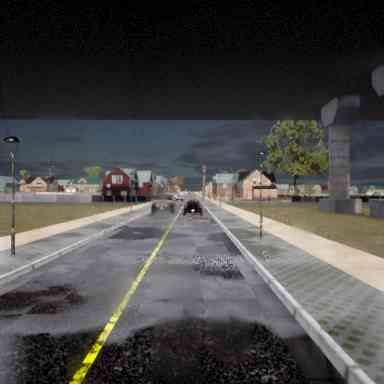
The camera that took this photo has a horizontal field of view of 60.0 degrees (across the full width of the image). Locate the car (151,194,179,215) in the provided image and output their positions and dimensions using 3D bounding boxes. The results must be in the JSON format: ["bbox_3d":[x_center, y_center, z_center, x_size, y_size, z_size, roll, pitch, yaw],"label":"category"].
[{"bbox_3d":[-2.846,1.223,34.142,2.150,2.045,5.566,0,0,0],"label":"car"}]

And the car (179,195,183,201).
[{"bbox_3d":[-2.744,1.470,74.820,2.033,1.411,5.357,0,0,0],"label":"car"}]

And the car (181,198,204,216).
[{"bbox_3d":[0.094,1.528,32.789,1.812,1.442,4.674,0,0,0],"label":"car"}]
